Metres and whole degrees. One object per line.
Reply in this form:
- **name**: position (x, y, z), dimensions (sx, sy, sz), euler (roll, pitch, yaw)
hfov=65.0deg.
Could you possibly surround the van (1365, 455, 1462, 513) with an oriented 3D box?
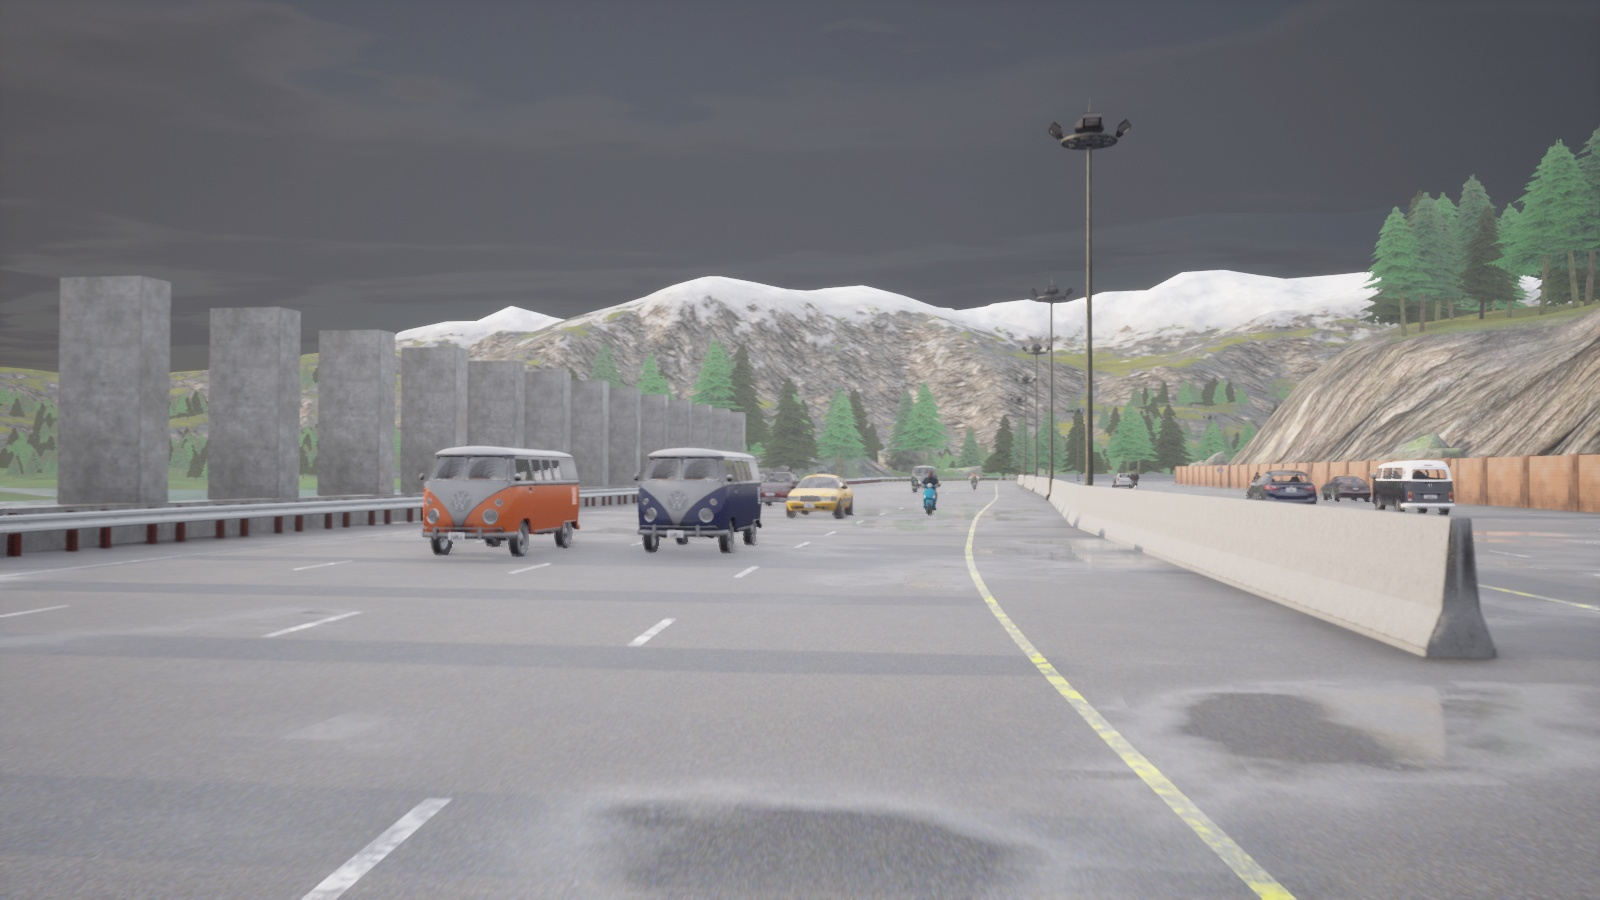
- **van**: position (22.680, 1.236, 46.609), dimensions (2.069, 2.038, 4.480), euler (0, -1, 10)

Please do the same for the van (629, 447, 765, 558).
- **van**: position (-1.928, 0.992, 24.871), dimensions (1.775, 1.987, 4.442), euler (0, -1, 8)

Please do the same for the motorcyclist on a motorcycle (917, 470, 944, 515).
- **motorcyclist on a motorcycle**: position (4.713, 1.510, 45.375), dimensions (0.866, 1.590, 1.817), euler (0, -1, 10)

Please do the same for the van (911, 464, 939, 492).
- **van**: position (9.205, 2.081, 92.372), dimensions (1.775, 1.987, 4.442), euler (0, -1, 9)

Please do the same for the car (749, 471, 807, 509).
- **car**: position (-0.901, 1.699, 53.893), dimensions (1.789, 1.549, 3.705), euler (0, -1, 10)

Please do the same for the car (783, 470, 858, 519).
- **car**: position (0.767, 1.471, 43.010), dimensions (1.801, 1.575, 5.366), euler (0, -1, 9)

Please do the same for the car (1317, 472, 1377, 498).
- **car**: position (30.384, 1.920, 69.951), dimensions (2.033, 1.411, 5.357), euler (0, -1, 12)

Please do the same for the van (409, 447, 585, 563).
- **van**: position (-5.591, 0.987, 23.795), dimensions (1.775, 1.987, 4.442), euler (0, -1, 7)

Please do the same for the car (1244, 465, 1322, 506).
- **car**: position (20.254, 1.470, 52.897), dimensions (2.242, 1.667, 4.611), euler (0, -1, 10)
